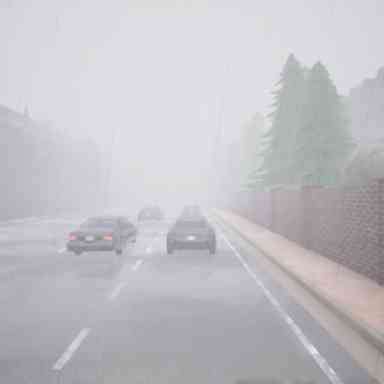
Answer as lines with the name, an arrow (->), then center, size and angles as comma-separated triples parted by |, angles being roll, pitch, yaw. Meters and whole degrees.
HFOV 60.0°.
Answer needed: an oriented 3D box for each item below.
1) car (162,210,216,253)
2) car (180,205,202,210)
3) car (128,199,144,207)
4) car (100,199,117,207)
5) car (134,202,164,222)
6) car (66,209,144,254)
car -> -0.029, 1.701, 14.360 | 1.994, 1.385, 4.181 | 0, 0, 0
car -> -0.076, 1.822, 29.023 | 2.033, 1.411, 5.357 | 0, -1, 0
car -> -10.523, 2.095, 63.883 | 2.128, 1.511, 4.902 | 1, -1, -39
car -> -16.880, 2.126, 64.913 | 4.892, 1.490, 1.837 | -1, -1, 29
car -> -3.575, 1.842, 29.329 | 1.994, 1.385, 4.181 | 0, 0, 0
car -> -3.533, 1.681, 14.014 | 2.033, 1.411, 5.357 | 0, -1, 0
